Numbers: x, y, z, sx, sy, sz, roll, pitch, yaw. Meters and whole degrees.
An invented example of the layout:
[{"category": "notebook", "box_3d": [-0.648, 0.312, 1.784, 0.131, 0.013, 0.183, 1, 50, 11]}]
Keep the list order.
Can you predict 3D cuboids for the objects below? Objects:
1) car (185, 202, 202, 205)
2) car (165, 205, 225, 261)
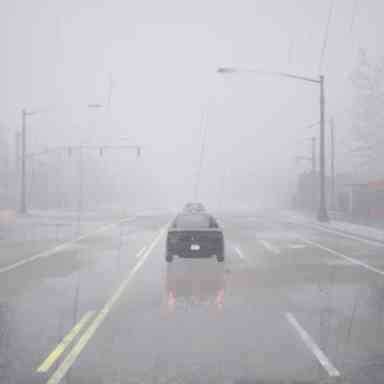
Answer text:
[{"category": "car", "box_3d": [0.123, 1.552, 27.378, 2.033, 1.411, 5.357, 0, 0, -3]}, {"category": "car", "box_3d": [0.096, 1.466, 12.261, 1.882, 1.535, 5.008, 0, 0, 0]}]
